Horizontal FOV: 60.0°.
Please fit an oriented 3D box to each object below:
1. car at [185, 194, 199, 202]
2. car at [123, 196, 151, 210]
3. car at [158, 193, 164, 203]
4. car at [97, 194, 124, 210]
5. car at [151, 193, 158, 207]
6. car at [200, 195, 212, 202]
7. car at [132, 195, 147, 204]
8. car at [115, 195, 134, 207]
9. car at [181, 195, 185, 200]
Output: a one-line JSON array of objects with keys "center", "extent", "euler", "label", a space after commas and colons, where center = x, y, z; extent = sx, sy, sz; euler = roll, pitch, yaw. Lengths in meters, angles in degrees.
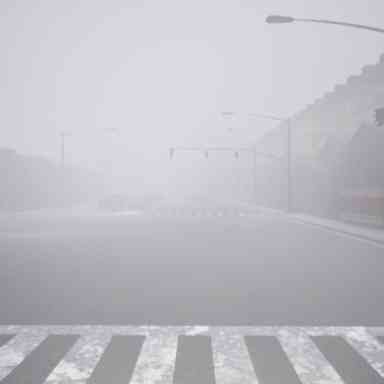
[{"center": [-0.076, 1.486, 72.665], "extent": [1.837, 1.490, 4.892], "euler": [0, 0, -3], "label": "car"}, {"center": [-7.112, 1.489, 43.580], "extent": [2.128, 1.511, 4.902], "euler": [0, 0, 0], "label": "car"}, {"center": [-7.061, 1.219, 68.087], "extent": [2.150, 2.045, 5.566], "euler": [0, 0, 0], "label": "car"}, {"center": [-10.599, 1.219, 43.332], "extent": [2.150, 2.045, 5.566], "euler": [0, 0, 2], "label": "car"}, {"center": [-7.117, 1.349, 52.525], "extent": [2.097, 1.767, 4.553], "euler": [0, 0, 0], "label": "car"}, {"center": [3.409, 1.543, 73.989], "extent": [1.994, 1.385, 4.181], "euler": [0, 0, -3], "label": "car"}, {"center": [-10.564, 1.486, 67.231], "extent": [2.128, 1.511, 4.902], "euler": [0, 0, 0], "label": "car"}, {"center": [-10.611, 1.349, 52.862], "extent": [2.097, 1.767, 4.553], "euler": [0, 0, 0], "label": "car"}, {"center": [-1.244, 1.367, 82.755], "extent": [1.837, 1.490, 4.892], "euler": [0, 0, -17], "label": "car"}]
